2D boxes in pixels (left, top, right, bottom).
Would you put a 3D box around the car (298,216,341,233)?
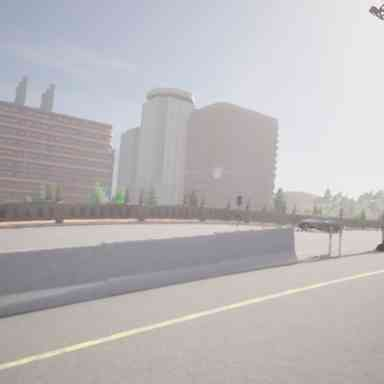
[{"bbox_3d":[11.281,2.797,29.219,4.181,1.385,1.994,6,-4,-35],"label":"car"}]
